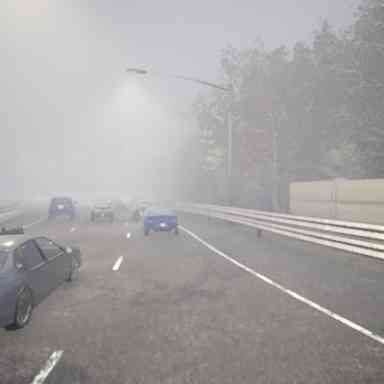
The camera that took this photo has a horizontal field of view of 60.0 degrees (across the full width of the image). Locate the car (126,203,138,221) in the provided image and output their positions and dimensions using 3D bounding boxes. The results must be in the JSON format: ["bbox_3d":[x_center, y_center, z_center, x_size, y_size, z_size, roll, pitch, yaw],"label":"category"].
[{"bbox_3d":[-4.399,1.697,29.715,2.128,1.511,4.902,0,0,-15],"label":"car"}]

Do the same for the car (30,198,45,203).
[{"bbox_3d":[-39.369,2.245,84.745,4.718,1.301,1.895,0,0,41],"label":"car"}]

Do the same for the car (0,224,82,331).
[{"bbox_3d":[-3.804,1.602,6.865,2.033,1.411,5.357,0,0,-4],"label":"car"}]

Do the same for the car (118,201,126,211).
[{"bbox_3d":[-10.342,1.872,45.738,2.033,1.411,5.357,0,0,-25],"label":"car"}]

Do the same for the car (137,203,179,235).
[{"bbox_3d":[-2.039,1.614,19.914,1.882,1.535,5.008,0,-1,-12],"label":"car"}]

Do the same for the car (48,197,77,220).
[{"bbox_3d":[-12.103,1.456,31.234,2.150,2.045,5.566,0,0,-17],"label":"car"}]

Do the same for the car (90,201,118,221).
[{"bbox_3d":[-7.960,1.704,29.490,2.128,1.511,4.902,0,0,-16],"label":"car"}]
